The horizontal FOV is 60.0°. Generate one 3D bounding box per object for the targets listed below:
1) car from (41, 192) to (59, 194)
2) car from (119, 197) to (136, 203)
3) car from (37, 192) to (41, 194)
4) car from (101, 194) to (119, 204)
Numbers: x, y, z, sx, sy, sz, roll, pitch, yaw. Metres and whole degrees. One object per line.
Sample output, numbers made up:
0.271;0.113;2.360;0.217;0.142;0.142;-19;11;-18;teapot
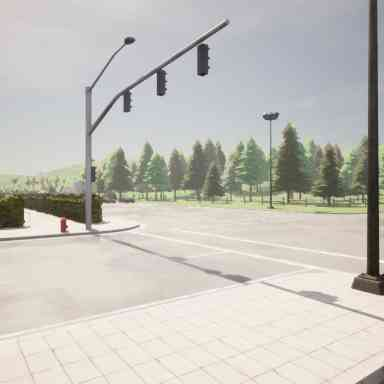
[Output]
-24.108;1.221;57.614;2.150;2.045;5.566;0;0;-34;car
-13.108;1.601;66.513;1.895;1.301;4.718;0;0;-35;car
-29.773;1.058;65.859;2.150;2.045;5.566;0;0;-34;car
-16.747;1.601;65.616;1.895;1.301;4.718;0;0;-34;car
